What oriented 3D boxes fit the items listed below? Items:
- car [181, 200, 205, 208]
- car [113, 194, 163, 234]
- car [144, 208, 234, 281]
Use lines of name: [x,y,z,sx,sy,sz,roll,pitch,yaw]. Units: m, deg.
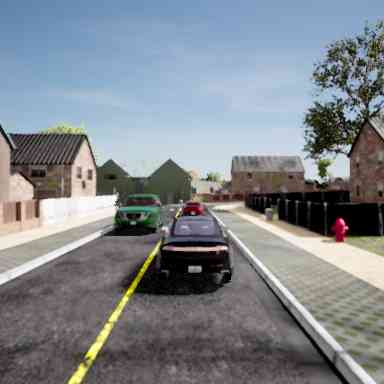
car: [0.094,1.422,27.642,1.812,1.442,4.674,0,0,0]
car: [-2.846,1.146,18.886,2.150,2.045,5.566,0,0,0]
car: [0.086,1.452,9.662,2.128,1.511,4.902,0,0,0]
